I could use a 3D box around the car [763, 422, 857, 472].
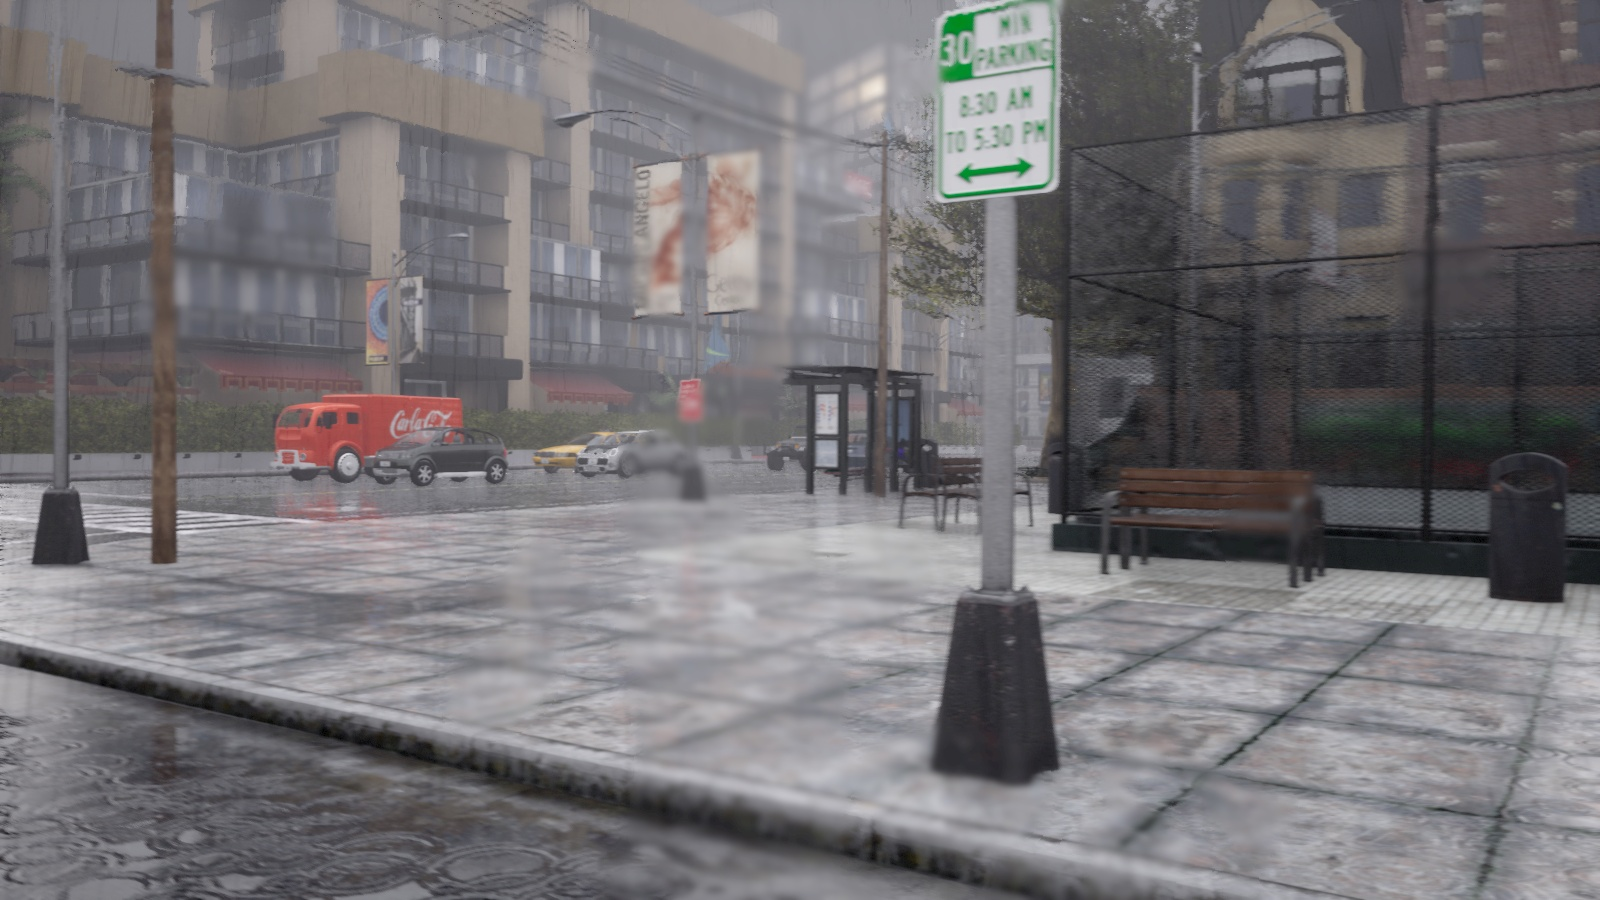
[{"bbox_3d":[0.442,-0.149,49.234,1.905,1.878,3.866,0,1,33],"label":"car"}]

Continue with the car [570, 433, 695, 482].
[{"bbox_3d":[-5.336,0.194,40.368,1.970,1.475,3.806,0,1,33],"label":"car"}]

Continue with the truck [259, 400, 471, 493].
[{"bbox_3d":[-12.348,-0.135,36.029,2.627,2.467,5.204,0,1,33],"label":"truck"}]

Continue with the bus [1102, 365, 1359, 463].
[{"bbox_3d":[19.378,-1.598,56.974,10.273,4.253,3.944,0,0,-5],"label":"bus"}]

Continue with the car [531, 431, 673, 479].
[{"bbox_3d":[-6.894,0.127,44.383,1.801,1.575,5.366,0,1,33],"label":"car"}]

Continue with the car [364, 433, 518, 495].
[{"bbox_3d":[-9.609,0.335,33.835,1.789,1.549,3.705,0,1,33],"label":"car"}]
